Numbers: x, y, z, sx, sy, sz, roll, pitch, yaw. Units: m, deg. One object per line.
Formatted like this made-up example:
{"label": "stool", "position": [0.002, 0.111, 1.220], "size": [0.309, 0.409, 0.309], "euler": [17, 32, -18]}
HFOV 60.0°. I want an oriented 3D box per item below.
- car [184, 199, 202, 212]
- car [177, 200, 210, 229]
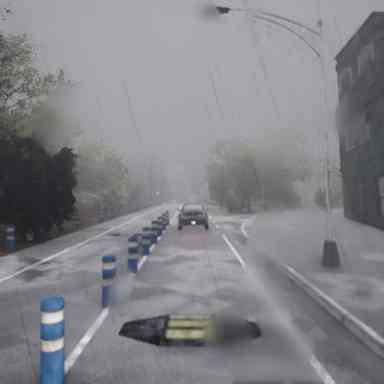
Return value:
{"label": "car", "position": [0.101, 1.630, 39.944], "size": [1.994, 1.385, 4.181], "euler": [0, 0, 0]}
{"label": "car", "position": [0.081, 1.506, 21.701], "size": [1.837, 1.490, 4.892], "euler": [-1, 1, 0]}
